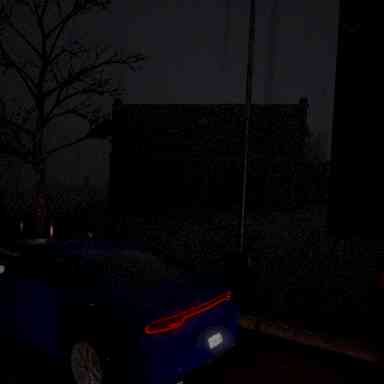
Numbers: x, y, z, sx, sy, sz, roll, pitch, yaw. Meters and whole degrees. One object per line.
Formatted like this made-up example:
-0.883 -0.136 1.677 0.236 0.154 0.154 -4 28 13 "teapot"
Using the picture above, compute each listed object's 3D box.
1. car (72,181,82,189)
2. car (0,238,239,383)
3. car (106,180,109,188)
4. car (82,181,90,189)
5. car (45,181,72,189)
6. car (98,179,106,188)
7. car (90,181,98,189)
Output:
-25.797 -1.427 68.166 5.008 1.535 2.097 3 2 20 "car"
-1.706 1.458 5.163 5.008 1.535 1.882 1 0 37 "car"
-21.031 -2.046 81.094 5.566 2.045 2.435 3 3 20 "car"
-24.837 -1.456 70.750 4.674 1.452 2.002 3 3 20 "car"
-26.714 -1.484 65.558 4.553 1.767 2.185 3 2 20 "car"
-22.931 -1.639 75.927 4.892 1.521 2.231 3 3 20 "car"
-23.848 -1.690 73.319 4.553 1.767 2.185 3 3 20 "car"
